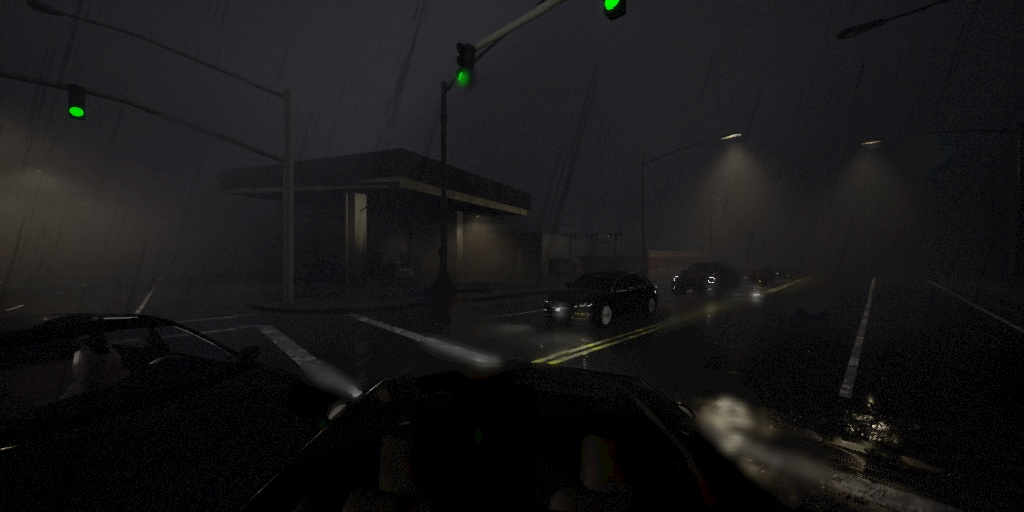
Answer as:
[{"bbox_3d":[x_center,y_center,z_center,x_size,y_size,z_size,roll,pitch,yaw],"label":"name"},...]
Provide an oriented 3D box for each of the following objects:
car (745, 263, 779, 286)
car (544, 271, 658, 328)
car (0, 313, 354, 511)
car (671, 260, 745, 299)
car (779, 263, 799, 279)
[{"bbox_3d":[16.977,1.314,25.169,1.994,1.385,4.181,0,0,45],"label":"car"},{"bbox_3d":[3.032,1.255,11.595,4.892,1.490,1.837,0,0,-45],"label":"car"},{"bbox_3d":[-3.387,1.242,2.660,4.902,1.511,2.128,0,0,16],"label":"car"},{"bbox_3d":[9.960,1.102,18.350,4.553,1.767,2.097,0,0,-44],"label":"car"},{"bbox_3d":[24.202,1.314,32.129,4.181,1.385,1.994,0,0,-44],"label":"car"}]
